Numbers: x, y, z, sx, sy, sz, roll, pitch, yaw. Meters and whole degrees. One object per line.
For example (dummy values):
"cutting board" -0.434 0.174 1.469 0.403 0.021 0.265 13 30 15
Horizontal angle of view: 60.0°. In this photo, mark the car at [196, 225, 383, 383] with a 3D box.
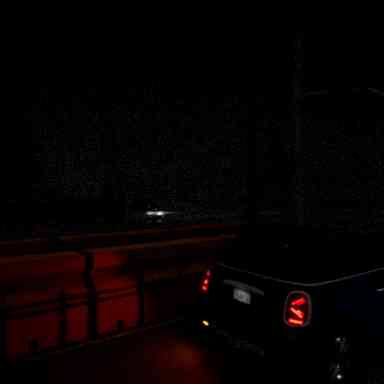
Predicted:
"car" 2.344 1.335 5.493 4.553 1.767 2.097 0 0 -36

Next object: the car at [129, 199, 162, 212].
"car" -5.483 1.488 38.402 2.033 1.411 5.357 0 0 -36
